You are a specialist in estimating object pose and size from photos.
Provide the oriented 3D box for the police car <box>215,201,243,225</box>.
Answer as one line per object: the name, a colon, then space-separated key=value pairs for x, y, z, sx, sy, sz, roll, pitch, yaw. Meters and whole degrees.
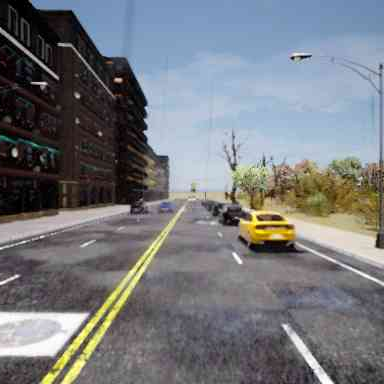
police car: x=3.247 y=1.715 z=27.116 sx=1.930 sy=1.638 sz=5.238 roll=0 pitch=-1 yaw=0

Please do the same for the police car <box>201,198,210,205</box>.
police car: x=3.241 y=2.378 z=82.005 sx=2.038 sy=1.542 sz=4.974 roll=0 pitch=-1 yaw=0

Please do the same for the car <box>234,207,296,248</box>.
car: x=3.349 y=1.645 z=15.631 sx=1.882 sy=1.535 sz=5.008 roll=0 pitch=-1 yaw=0

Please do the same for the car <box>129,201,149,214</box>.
car: x=-6.587 y=1.948 z=41.582 sx=1.837 sy=1.490 sz=4.892 roll=0 pitch=0 yaw=0

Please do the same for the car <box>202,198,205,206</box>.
car: x=3.243 y=2.144 z=60.005 sx=1.837 sy=1.490 sz=4.892 roll=0 pitch=-1 yaw=0

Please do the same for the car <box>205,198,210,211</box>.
car: x=3.244 y=2.028 z=49.005 sx=1.837 sy=1.490 sz=4.892 roll=0 pitch=-1 yaw=0

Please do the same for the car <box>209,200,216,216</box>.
car: x=3.246 y=1.910 z=38.005 sx=1.837 sy=1.490 sz=4.892 roll=0 pitch=-1 yaw=0

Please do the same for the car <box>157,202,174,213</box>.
car: x=-3.337 y=1.986 z=43.142 sx=1.812 sy=1.442 sz=4.674 roll=0 pitch=-1 yaw=0

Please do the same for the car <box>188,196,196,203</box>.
car: x=-0.011 y=2.025 z=92.614 sx=2.150 sy=2.045 sz=5.566 roll=0 pitch=-1 yaw=0
